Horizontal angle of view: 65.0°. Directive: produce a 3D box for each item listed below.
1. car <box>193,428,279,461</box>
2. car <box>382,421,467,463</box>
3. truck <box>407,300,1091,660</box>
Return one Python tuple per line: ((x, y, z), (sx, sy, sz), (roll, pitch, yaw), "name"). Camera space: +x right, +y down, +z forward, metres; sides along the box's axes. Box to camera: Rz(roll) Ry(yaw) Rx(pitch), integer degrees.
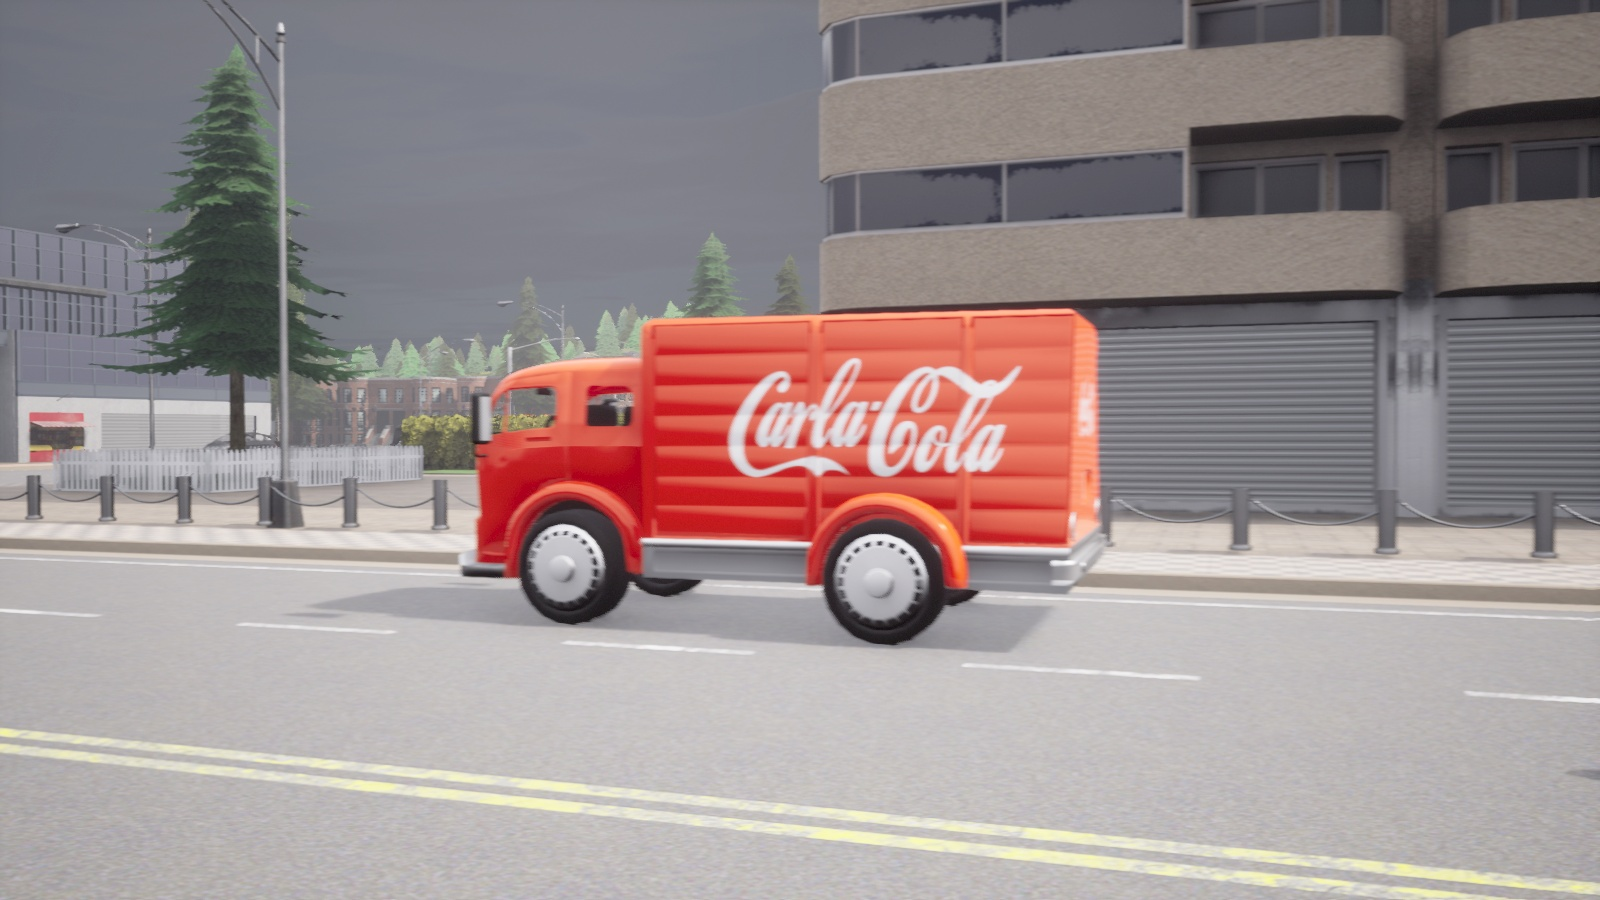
((-27.621, -0.285, 61.607), (1.789, 1.549, 3.705), (1, 1, 19), "car")
((-17.515, -0.384, 58.710), (1.905, 1.878, 3.866), (1, 1, 19), "car")
((-0.322, 0.168, 10.679), (5.204, 2.467, 2.627), (1, 1, 19), "truck")
